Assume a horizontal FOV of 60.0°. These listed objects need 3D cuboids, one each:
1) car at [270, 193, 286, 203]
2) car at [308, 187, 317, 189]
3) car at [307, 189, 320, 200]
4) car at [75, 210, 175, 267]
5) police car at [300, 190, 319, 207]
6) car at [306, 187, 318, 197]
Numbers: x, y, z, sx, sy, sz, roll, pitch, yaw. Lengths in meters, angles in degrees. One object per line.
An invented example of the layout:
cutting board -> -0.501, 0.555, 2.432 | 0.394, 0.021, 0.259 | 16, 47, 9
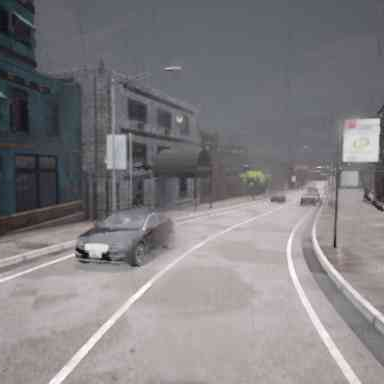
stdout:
car -> 13.319, 0.903, 51.205 | 2.033, 1.411, 5.357 | 2, 2, 23
car -> 21.834, 0.593, 59.713 | 2.097, 1.767, 4.553 | 2, 2, 22
car -> 19.619, 0.851, 54.375 | 1.801, 1.575, 5.366 | 2, 2, 22
car -> -1.980, 1.385, 11.208 | 2.128, 1.511, 4.902 | 1, 1, 14
police car -> 15.762, 1.048, 45.060 | 1.930, 1.638, 5.238 | 2, 2, 22
car -> 27.667, -0.105, 76.535 | 2.150, 2.045, 5.566 | 2, 3, 22
